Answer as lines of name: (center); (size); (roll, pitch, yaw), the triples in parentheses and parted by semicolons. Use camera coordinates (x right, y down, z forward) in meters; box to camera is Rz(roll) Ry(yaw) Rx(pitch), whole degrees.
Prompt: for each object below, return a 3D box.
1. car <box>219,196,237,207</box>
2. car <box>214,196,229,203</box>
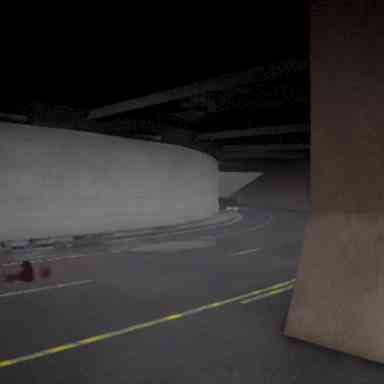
car: (5.869, 1.606, 54.109); (2.128, 1.511, 4.902); (0, 0, -12)
car: (6.107, 1.579, 69.634); (1.812, 1.442, 4.674); (0, 0, -12)
